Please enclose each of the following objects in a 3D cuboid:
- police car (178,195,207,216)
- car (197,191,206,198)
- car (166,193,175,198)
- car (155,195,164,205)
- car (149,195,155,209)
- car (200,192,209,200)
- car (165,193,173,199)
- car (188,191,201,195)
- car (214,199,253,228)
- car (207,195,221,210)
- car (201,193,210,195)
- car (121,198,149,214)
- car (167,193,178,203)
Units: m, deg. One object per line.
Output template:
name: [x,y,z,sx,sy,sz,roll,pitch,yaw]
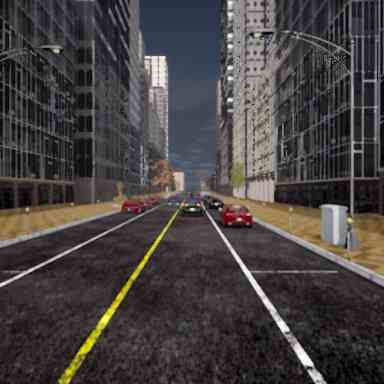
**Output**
police car: [0.060,1.298,30.523,2.038,1.542,4.974,0,0,0]
car: [2.664,0.610,95.052,2.192,1.841,5.009,0,0,0]
car: [-5.716,0.894,89.371,2.008,1.369,4.403,0,0,0]
car: [-5.704,1.204,49.523,1.887,1.381,4.507,0,0,0]
car: [-5.701,1.325,38.139,1.802,1.307,4.206,0,0,0]
car: [2.670,0.924,72.285,1.967,1.590,4.097,0,0,0]
car: [-5.714,0.918,83.508,1.752,1.417,4.829,0,0,0]
car: [-0.012,1.060,53.739,2.033,1.649,4.856,0,0,0]
car: [2.685,1.409,21.057,1.887,1.381,4.507,0,0,0]
car: [2.680,1.309,38.134,1.947,1.339,4.313,0,0,0]
car: [2.677,1.225,49.518,1.947,1.339,4.313,0,0,0]
car: [-5.699,1.329,32.445,1.887,1.381,4.507,0,0,0]
car: [-3.077,1.166,57.088,1.994,1.385,4.181,0,1,0]
